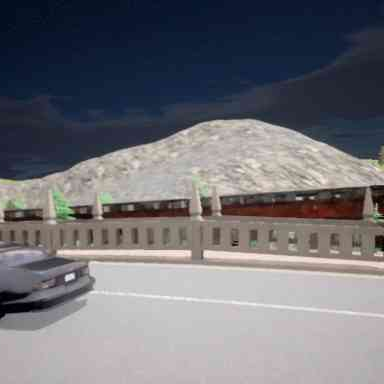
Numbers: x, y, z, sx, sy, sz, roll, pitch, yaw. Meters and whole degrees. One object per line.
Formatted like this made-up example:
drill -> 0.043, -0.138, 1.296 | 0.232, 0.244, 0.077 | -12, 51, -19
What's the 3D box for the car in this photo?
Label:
car -> -4.831, 1.816, 7.283 | 5.357, 1.411, 2.033 | -2, -2, 16
